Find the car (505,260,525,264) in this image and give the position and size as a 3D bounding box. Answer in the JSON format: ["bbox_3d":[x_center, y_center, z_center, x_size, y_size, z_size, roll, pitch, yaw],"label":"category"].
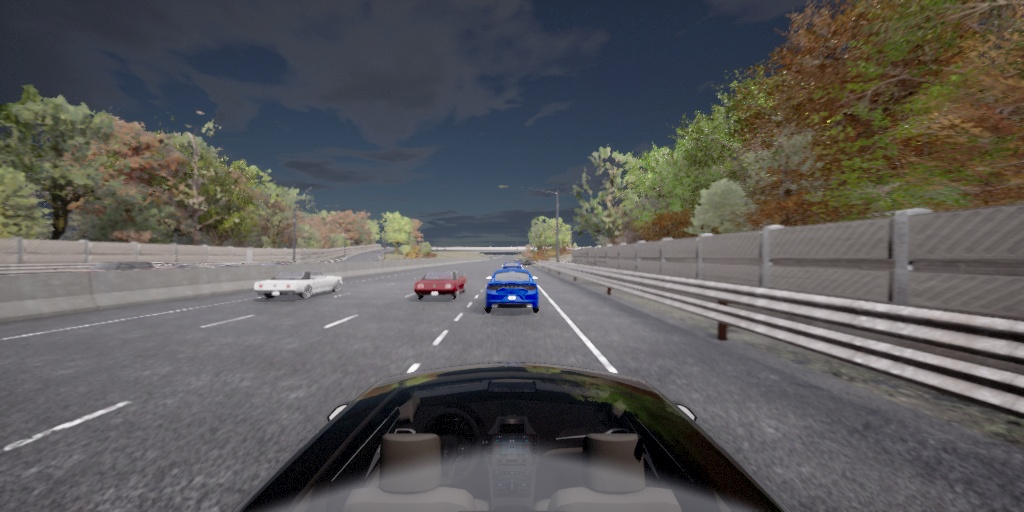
[{"bbox_3d":[0.009,1.275,34.500,1.882,1.535,5.008,0,0,0],"label":"car"}]

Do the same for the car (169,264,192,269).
[{"bbox_3d":[-31.575,1.395,34.033,1.895,1.301,4.718,0,0,0],"label":"car"}]

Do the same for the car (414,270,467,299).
[{"bbox_3d":[-3.395,1.365,17.991,1.895,1.301,4.718,0,0,0],"label":"car"}]

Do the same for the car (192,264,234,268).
[{"bbox_3d":[-28.070,1.398,35.184,1.895,1.301,4.718,0,0,0],"label":"car"}]

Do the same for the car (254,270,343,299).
[{"bbox_3d":[-10.395,1.365,18.005,1.895,1.301,4.718,0,0,0],"label":"car"}]

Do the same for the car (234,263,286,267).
[{"bbox_3d":[-21.083,1.336,31.417,2.033,1.411,5.357,0,0,0],"label":"car"}]

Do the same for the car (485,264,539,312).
[{"bbox_3d":[0.004,1.238,14.360,1.882,1.535,5.008,0,0,0],"label":"car"}]

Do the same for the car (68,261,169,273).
[{"bbox_3d":[-24.582,1.121,22.151,2.097,1.767,4.553,0,0,0],"label":"car"}]
